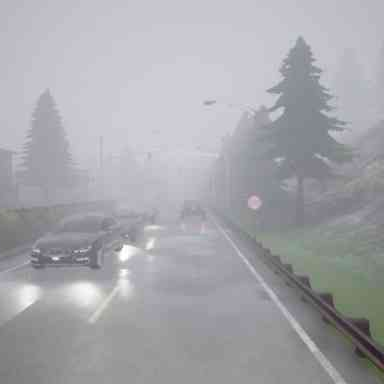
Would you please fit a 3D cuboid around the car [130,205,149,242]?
[{"bbox_3d":[-3.500,1.567,16.313,1.994,1.385,4.181,0,0,0],"label":"car"}]

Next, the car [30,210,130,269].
[{"bbox_3d":[-3.583,1.507,11.196,1.837,1.490,4.892,0,0,0],"label":"car"}]

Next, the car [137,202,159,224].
[{"bbox_3d":[-3.522,1.531,24.969,1.812,1.442,4.674,0,0,1],"label":"car"}]

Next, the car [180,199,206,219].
[{"bbox_3d":[0.083,1.357,28.847,2.097,1.767,4.553,0,0,0],"label":"car"}]
